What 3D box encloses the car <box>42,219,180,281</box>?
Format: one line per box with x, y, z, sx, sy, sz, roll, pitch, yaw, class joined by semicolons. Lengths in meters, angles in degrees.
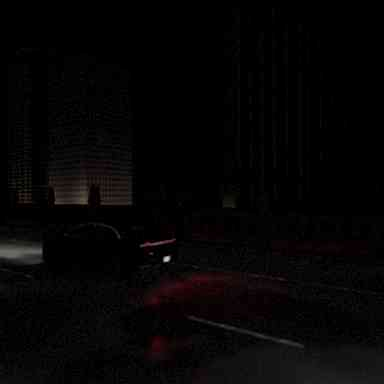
-2.631;1.572;10.165;4.902;1.511;2.128;-1;0;35;car
